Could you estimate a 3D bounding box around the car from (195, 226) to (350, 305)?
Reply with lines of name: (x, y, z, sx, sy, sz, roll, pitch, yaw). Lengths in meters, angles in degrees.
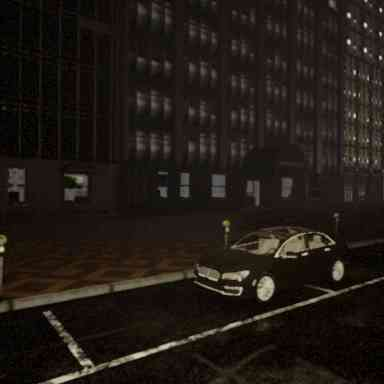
car: (2.084, 1.551, 8.039, 4.403, 1.369, 2.008, 0, 1, -36)
